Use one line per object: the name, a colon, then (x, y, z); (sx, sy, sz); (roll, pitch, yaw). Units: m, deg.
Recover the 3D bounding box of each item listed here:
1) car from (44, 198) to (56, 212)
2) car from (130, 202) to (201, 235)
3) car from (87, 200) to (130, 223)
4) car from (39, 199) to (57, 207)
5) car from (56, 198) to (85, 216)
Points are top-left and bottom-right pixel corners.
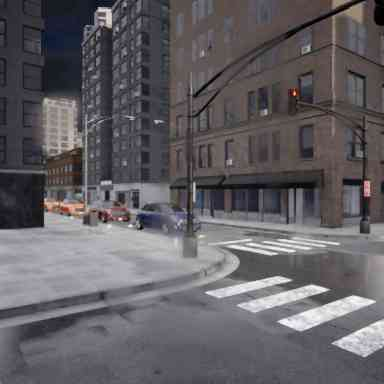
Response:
car: (-17.866, 1.543, 42.521); (2.097, 1.767, 4.553); (0, 0, -35)
car: (-1.470, 1.420, 19.482); (2.097, 1.767, 4.553); (0, 0, -38)
car: (-6.665, 1.460, 26.768); (2.097, 1.767, 4.553); (0, 0, -35)
car: (-24.768, 1.863, 57.201); (1.895, 1.301, 4.718); (0, 0, -35)
car: (-12.260, 1.501, 34.640); (2.097, 1.767, 4.553); (0, 0, -35)
